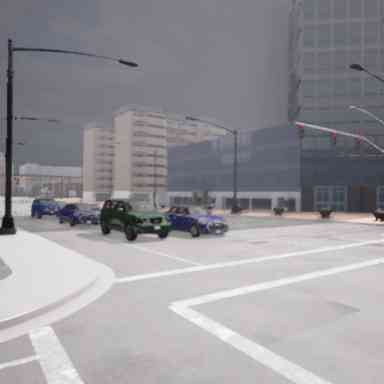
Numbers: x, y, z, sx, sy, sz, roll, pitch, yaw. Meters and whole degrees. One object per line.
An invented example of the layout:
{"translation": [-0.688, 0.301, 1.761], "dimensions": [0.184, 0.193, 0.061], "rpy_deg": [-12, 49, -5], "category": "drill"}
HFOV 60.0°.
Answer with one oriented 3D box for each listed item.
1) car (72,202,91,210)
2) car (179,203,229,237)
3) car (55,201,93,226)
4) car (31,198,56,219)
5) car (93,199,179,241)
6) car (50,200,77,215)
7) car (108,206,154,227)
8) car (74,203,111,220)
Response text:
{"translation": [-19.753, 2.480, 59.352], "dimensions": [1.994, 1.385, 4.181], "rpy_deg": [1, -1, -36], "category": "car"}
{"translation": [0.116, 1.587, 19.719], "dimensions": [2.097, 1.767, 4.553], "rpy_deg": [1, -1, -36], "category": "car"}
{"translation": [-8.804, 1.666, 26.058], "dimensions": [2.097, 1.767, 4.553], "rpy_deg": [1, -1, -36], "category": "car"}
{"translation": [-15.500, 1.701, 35.305], "dimensions": [2.150, 2.045, 5.566], "rpy_deg": [1, -1, -35], "category": "car"}
{"translation": [-3.288, 1.423, 18.455], "dimensions": [2.150, 2.045, 5.566], "rpy_deg": [1, -1, -36], "category": "car"}
{"translation": [-16.619, 1.967, 42.853], "dimensions": [2.097, 1.767, 4.553], "rpy_deg": [1, -1, -36], "category": "car"}
{"translation": [-4.960, 1.895, 26.709], "dimensions": [1.994, 1.385, 4.181], "rpy_deg": [1, -1, -36], "category": "car"}
{"translation": [-10.248, 1.948, 34.009], "dimensions": [2.128, 1.511, 4.902], "rpy_deg": [1, -1, -36], "category": "car"}
